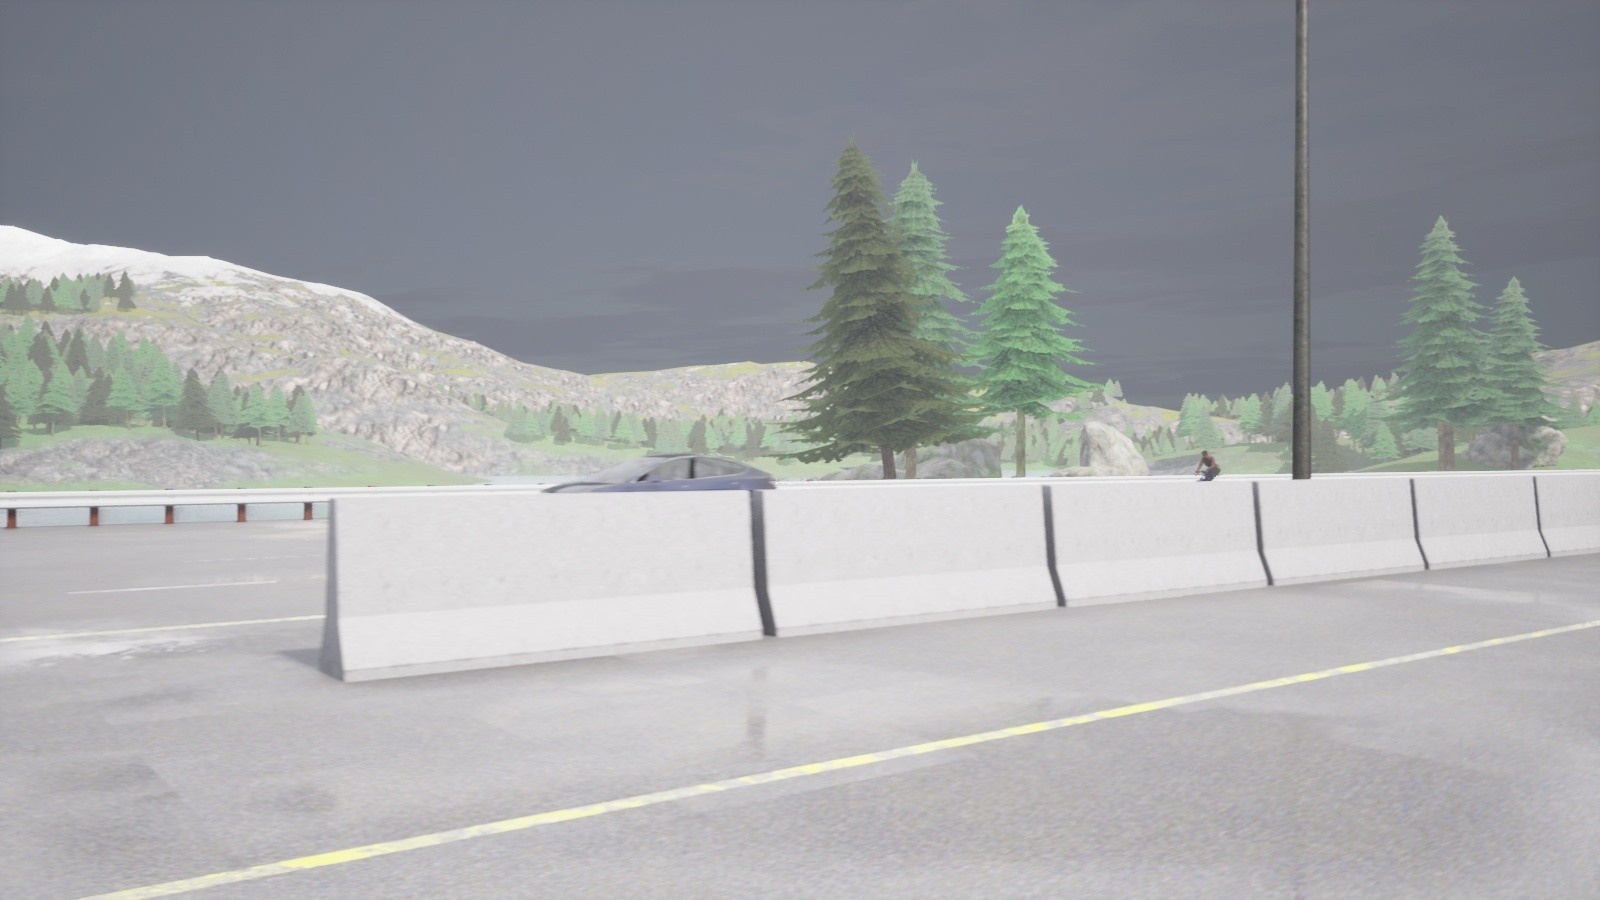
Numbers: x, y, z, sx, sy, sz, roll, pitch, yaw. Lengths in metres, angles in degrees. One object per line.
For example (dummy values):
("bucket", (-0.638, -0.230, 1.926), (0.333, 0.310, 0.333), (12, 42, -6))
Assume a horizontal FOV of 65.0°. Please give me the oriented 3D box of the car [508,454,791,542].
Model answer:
("car", (-2.751, 0.816, 23.451), (4.792, 1.488, 2.163), (0, 0, -37))
